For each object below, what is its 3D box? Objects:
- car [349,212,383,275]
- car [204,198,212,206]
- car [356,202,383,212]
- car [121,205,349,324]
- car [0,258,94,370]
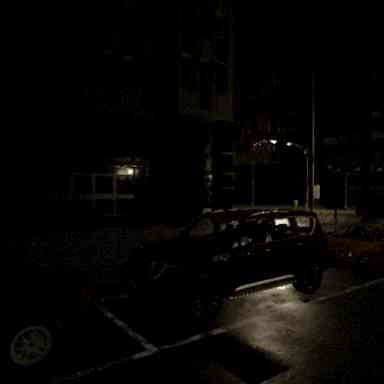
[{"bbox_3d":[5.435,1.555,10.522,4.829,1.417,1.752,0,0,-36],"label":"car"},{"bbox_3d":[2.517,1.517,44.477,2.033,1.411,5.357,0,0,-36],"label":"car"},{"bbox_3d":[15.611,1.531,26.351,2.128,1.511,4.902,0,0,-36],"label":"car"},{"bbox_3d":[1.014,1.329,7.368,5.009,1.841,2.192,0,0,-36],"label":"car"},{"bbox_3d":[-3.548,1.543,4.115,4.507,1.381,1.887,0,0,-36],"label":"car"}]
